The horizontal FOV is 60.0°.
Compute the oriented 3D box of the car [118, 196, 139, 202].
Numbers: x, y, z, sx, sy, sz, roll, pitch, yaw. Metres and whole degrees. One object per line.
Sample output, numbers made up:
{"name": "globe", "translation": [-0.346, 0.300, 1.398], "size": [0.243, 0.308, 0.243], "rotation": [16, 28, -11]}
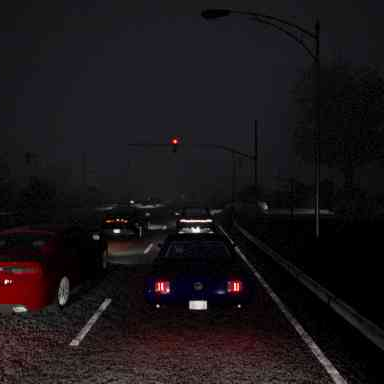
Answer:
{"name": "car", "translation": [-10.486, 1.491, 53.185], "size": [2.128, 1.511, 4.902], "rotation": [0, 0, 1]}

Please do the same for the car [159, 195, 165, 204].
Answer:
{"name": "car", "translation": [-6.892, 1.601, 63.464], "size": [1.895, 1.301, 4.718], "rotation": [0, 0, 1]}

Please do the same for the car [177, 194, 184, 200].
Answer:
{"name": "car", "translation": [-3.226, 1.327, 95.071], "size": [1.882, 1.535, 5.008], "rotation": [0, 0, 1]}

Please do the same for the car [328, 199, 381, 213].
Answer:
{"name": "car", "translation": [17.582, 1.599, 35.930], "size": [4.718, 1.301, 1.895], "rotation": [0, 0, 3]}

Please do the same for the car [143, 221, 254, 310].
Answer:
{"name": "car", "translation": [0.119, 1.601, 7.778], "size": [1.895, 1.301, 4.718], "rotation": [0, 0, 0]}

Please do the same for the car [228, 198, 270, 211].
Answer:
{"name": "car", "translation": [6.874, 1.506, 40.473], "size": [4.892, 1.490, 1.837], "rotation": [0, 1, 10]}

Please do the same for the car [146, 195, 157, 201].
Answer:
{"name": "car", "translation": [-10.289, 1.534, 85.341], "size": [2.033, 1.411, 5.357], "rotation": [0, 0, 0]}

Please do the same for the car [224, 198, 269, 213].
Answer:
{"name": "car", "translation": [5.890, 1.525, 36.611], "size": [4.674, 1.442, 1.812], "rotation": [0, 0, 3]}

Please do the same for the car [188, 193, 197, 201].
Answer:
{"name": "car", "translation": [0.208, 1.217, 84.684], "size": [2.150, 2.045, 5.566], "rotation": [0, 0, 0]}

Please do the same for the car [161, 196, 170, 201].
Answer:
{"name": "car", "translation": [-6.793, 1.592, 84.458], "size": [1.895, 1.301, 4.718], "rotation": [0, 0, 0]}

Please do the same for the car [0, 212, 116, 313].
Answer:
{"name": "car", "translation": [-3.383, 1.478, 7.805], "size": [1.882, 1.535, 5.008], "rotation": [0, 0, 0]}

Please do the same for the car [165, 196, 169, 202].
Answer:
{"name": "car", "translation": [-6.823, 1.478, 73.612], "size": [1.882, 1.535, 5.008], "rotation": [0, 0, 0]}

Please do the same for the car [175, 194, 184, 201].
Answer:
{"name": "car", "translation": [-3.292, 1.532, 84.663], "size": [2.033, 1.411, 5.357], "rotation": [0, 0, 0]}

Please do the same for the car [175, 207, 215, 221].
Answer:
{"name": "car", "translation": [0.150, 1.491, 17.040], "size": [2.128, 1.511, 4.902], "rotation": [0, 0, -1]}

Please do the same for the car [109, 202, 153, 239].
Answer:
{"name": "car", "translation": [-3.359, 1.505, 17.303], "size": [1.837, 1.490, 4.892], "rotation": [0, 0, 0]}

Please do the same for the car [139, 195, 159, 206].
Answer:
{"name": "car", "translation": [-6.958, 1.564, 54.703], "size": [1.994, 1.385, 4.181], "rotation": [0, 0, -1]}

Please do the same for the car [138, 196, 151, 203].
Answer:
{"name": "car", "translation": [-10.325, 1.540, 72.919], "size": [2.033, 1.411, 5.357], "rotation": [0, 0, 0]}

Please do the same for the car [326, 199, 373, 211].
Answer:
{"name": "car", "translation": [18.603, 1.524, 39.379], "size": [4.674, 1.442, 1.812], "rotation": [0, 0, 3]}
